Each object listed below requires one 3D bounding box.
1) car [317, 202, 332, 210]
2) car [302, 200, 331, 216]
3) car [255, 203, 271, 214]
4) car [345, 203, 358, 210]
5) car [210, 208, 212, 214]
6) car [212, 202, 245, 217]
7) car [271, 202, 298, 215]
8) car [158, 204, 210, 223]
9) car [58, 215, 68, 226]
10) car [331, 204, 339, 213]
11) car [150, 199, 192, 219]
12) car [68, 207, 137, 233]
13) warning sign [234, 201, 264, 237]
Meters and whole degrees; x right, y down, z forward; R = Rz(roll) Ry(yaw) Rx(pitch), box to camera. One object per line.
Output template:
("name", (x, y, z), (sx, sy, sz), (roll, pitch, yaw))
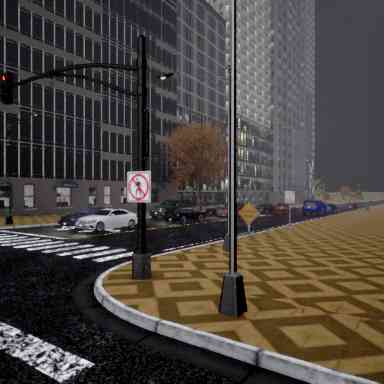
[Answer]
("car", (25.669, 2.759, 64.441), (1.812, 1.442, 4.674), (0, -1, 33))
("car", (16.225, 2.065, 43.951), (2.150, 2.045, 5.566), (0, -1, 35))
("car", (10.187, 2.325, 46.757), (1.837, 1.490, 4.892), (0, -1, 33))
("car", (31.569, 2.837, 65.674), (1.812, 1.442, 4.674), (0, -1, 33))
("car", (3.515, 2.289, 42.470), (1.895, 1.301, 4.718), (0, -1, 33))
("car", (4.682, 1.992, 38.291), (2.097, 1.767, 4.553), (0, -1, 33))
("car", (12.562, 2.160, 44.146), (2.097, 1.767, 4.553), (0, -1, 33))
("car", (-0.634, 2.066, 30.075), (1.895, 1.301, 4.718), (0, -1, 33))
("car", (-7.464, 1.873, 25.489), (2.033, 1.411, 5.357), (0, -1, 33))
("car", (21.979, 2.558, 52.921), (1.812, 1.442, 4.674), (0, -1, 33))
("car", (-1.935, 1.730, 34.046), (2.150, 2.045, 5.566), (0, -1, 33))
("car", (-5.588, 1.827, 22.437), (1.812, 1.442, 4.674), (0, -1, 33))
("warning sign", (3.177, 1.454, 18.525), (1.300, 1.860, 1.060), (1, 1, 33))
